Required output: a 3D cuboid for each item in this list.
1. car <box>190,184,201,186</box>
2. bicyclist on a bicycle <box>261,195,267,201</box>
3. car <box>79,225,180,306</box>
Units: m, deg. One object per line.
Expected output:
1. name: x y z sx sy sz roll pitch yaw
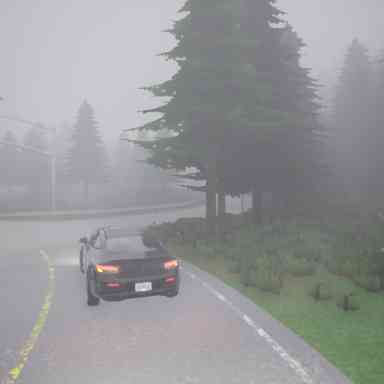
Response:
1. car: 0.647 -1.747 69.712 1.994 1.385 4.181 0 5 -5
2. bicyclist on a bicycle: 6.342 0.894 30.365 1.656 1.620 0.582 -13 -4 35
3. car: -1.674 1.526 8.095 1.812 1.442 4.674 0 0 -21
